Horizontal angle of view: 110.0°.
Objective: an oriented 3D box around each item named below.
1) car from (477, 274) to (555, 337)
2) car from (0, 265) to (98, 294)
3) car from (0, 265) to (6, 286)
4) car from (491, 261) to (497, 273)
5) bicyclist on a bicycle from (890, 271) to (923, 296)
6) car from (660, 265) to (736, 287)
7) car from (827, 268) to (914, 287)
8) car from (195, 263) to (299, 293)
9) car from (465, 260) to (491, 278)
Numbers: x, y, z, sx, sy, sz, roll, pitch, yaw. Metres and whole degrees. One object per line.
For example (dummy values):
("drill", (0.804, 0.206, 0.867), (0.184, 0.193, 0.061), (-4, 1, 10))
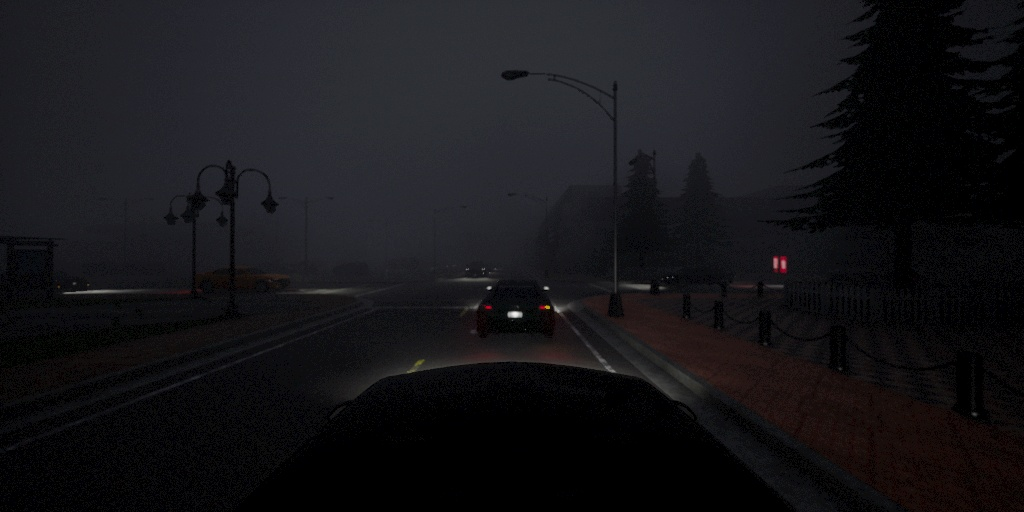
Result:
("car", (0.161, 1.362, 10.472), (1.994, 1.385, 4.181), (0, 0, 3))
("car", (-27.715, 1.431, 21.061), (4.181, 1.385, 1.994), (0, 0, -1))
("car", (-38.755, 1.379, 24.639), (4.902, 1.511, 2.128), (0, 0, -1))
("car", (-3.627, 1.559, 50.455), (2.033, 1.411, 5.357), (0, 0, 0))
("bicyclist on a bicycle", (19.465, 1.153, 17.778), (0.582, 1.620, 1.656), (0, -1, -1))
("car", (12.977, 1.396, 25.181), (4.892, 1.490, 1.837), (0, 0, -1))
("car", (25.270, 1.493, 25.310), (4.718, 1.301, 1.895), (0, 0, 0))
("car", (-15.812, 1.347, 21.185), (5.008, 1.535, 1.882), (0, 0, -1))
("car", (-3.613, 1.293, 37.308), (2.097, 1.767, 4.553), (0, 0, 0))
